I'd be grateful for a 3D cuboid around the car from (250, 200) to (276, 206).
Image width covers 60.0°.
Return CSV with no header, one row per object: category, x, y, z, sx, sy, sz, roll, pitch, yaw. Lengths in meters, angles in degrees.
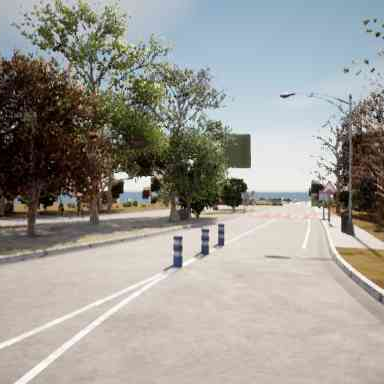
car,19.845,3.260,93.064,5.366,1.575,1.946,0,-3,19
